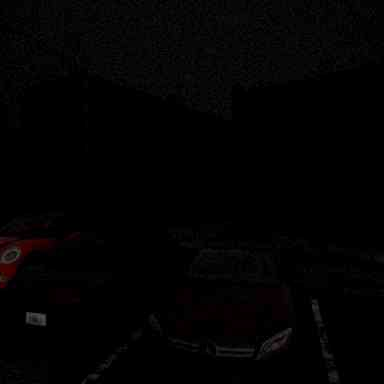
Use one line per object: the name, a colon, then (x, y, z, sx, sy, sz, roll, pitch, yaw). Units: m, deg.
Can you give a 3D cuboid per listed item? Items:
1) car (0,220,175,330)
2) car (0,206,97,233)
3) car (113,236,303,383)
car: (-1.674, 1.516, 7.258, 2.163, 1.488, 4.792, 1, -1, 16)
car: (-4.093, 1.363, 9.067, 2.185, 1.767, 4.553, 1, -1, 16)
car: (0.775, 1.526, 5.539, 2.002, 1.452, 4.674, 1, -1, 16)
